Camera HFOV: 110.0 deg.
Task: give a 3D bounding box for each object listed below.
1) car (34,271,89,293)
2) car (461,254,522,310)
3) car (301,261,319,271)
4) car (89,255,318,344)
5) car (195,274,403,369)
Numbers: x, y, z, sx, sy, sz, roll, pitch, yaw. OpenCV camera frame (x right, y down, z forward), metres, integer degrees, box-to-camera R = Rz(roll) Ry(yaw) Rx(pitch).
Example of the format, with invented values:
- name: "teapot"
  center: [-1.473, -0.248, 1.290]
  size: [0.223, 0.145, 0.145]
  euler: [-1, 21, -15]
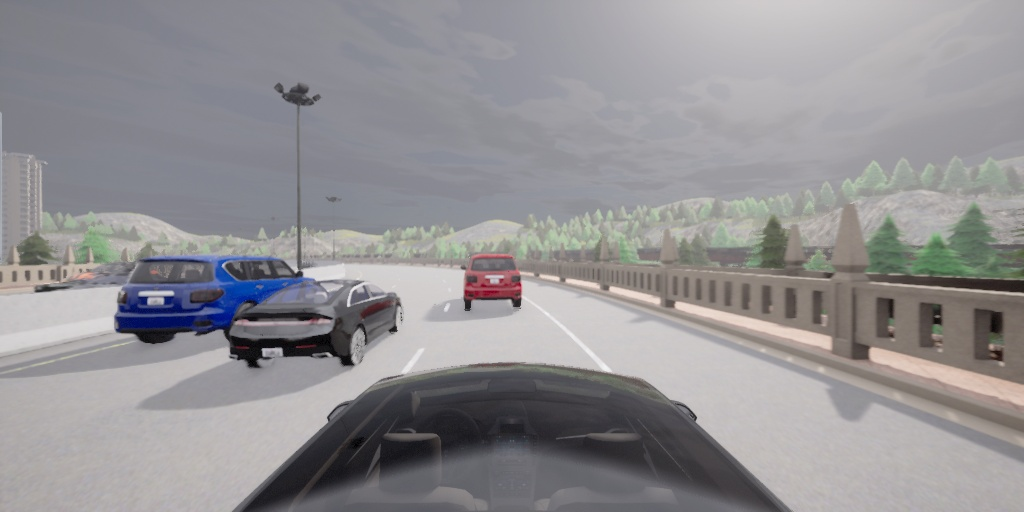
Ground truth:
- name: "car"
  center: [-15.132, 1.373, 13.925]
  size: [1.994, 1.385, 4.181]
  euler: [0, 0, -8]
- name: "car"
  center: [-0.936, 0.959, 15.000]
  size: [2.150, 2.045, 5.566]
  euler: [0, 0, -7]
- name: "car"
  center: [-29.854, 1.395, 52.930]
  size: [1.994, 1.385, 4.181]
  euler: [0, 0, -32]
- name: "car"
  center: [-7.398, 0.998, 9.885]
  size: [2.150, 2.045, 5.566]
  euler: [0, 0, -5]
- name: "car"
  center: [-3.779, 1.252, 7.873]
  size: [2.128, 1.511, 4.902]
  euler: [0, 0, -3]
